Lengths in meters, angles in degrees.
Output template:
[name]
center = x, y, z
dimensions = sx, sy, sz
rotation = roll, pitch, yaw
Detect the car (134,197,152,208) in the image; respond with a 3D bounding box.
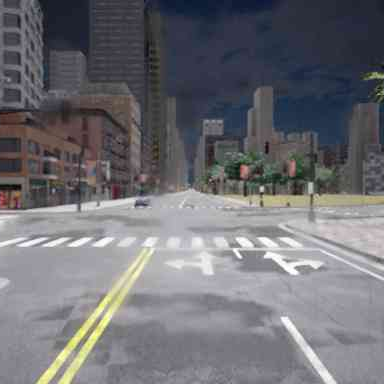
[car]
center = -6.586, 1.386, 45.048
dimensions = 2.033, 1.411, 5.357
rotation = 0, 1, 0
